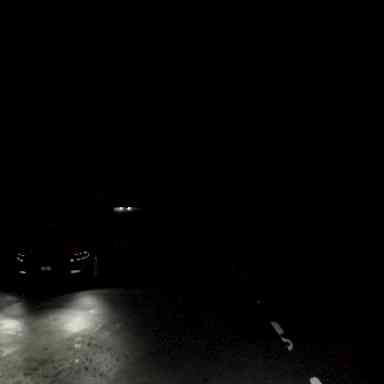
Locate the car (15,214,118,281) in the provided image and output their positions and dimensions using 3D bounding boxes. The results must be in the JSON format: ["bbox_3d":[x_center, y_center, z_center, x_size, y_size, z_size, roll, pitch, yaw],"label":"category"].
[{"bbox_3d":[-3.494,1.494,10.128,1.882,1.535,5.008,0,0,-3],"label":"car"}]

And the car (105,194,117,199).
[{"bbox_3d":[-21.383,1.234,90.281,2.033,1.411,5.357,-2,2,-23],"label":"car"}]

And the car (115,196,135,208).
[{"bbox_3d":[-10.727,1.739,53.058,1.994,1.385,4.181,-1,1,-16],"label":"car"}]

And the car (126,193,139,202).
[{"bbox_3d":[-13.316,1.138,73.508,2.150,2.045,5.566,-2,1,-22],"label":"car"}]
